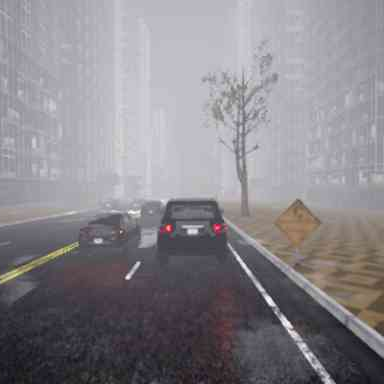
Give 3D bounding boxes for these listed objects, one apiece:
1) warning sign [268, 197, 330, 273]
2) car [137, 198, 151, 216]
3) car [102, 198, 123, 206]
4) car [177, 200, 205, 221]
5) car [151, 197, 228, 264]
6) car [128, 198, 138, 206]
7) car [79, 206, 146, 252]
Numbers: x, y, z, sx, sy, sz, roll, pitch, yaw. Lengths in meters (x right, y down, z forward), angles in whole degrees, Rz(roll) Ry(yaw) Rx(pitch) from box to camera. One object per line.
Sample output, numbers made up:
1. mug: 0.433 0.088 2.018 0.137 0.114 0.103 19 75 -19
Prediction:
1. warning sign: 2.810 1.092 8.902 1.300 1.860 1.060 1 1 0
2. car: -3.360 1.455 29.509 1.882 1.535 5.008 0 0 0
3. car: -10.129 1.485 42.583 2.128 1.511 4.902 0 0 0
4. car: -0.103 1.457 27.995 2.128 1.511 4.902 0 0 0
5. car: 0.009 1.204 11.991 2.150 2.045 5.566 0 0 0
6. car: -6.880 1.470 42.574 2.128 1.511 4.902 0 0 0
7. car: -3.250 1.522 13.793 1.812 1.442 4.674 0 0 0
